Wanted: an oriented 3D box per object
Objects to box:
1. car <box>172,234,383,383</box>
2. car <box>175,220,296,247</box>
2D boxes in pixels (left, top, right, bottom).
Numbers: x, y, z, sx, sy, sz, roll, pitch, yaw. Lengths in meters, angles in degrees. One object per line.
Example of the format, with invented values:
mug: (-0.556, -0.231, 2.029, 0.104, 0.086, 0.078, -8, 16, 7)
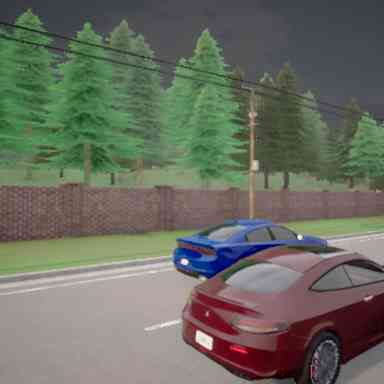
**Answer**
car: (2.011, 1.563, 5.197, 4.674, 1.442, 1.812, 1, 0, -36)
car: (1.839, 1.534, 9.355, 5.008, 1.535, 1.882, 1, 0, -35)
